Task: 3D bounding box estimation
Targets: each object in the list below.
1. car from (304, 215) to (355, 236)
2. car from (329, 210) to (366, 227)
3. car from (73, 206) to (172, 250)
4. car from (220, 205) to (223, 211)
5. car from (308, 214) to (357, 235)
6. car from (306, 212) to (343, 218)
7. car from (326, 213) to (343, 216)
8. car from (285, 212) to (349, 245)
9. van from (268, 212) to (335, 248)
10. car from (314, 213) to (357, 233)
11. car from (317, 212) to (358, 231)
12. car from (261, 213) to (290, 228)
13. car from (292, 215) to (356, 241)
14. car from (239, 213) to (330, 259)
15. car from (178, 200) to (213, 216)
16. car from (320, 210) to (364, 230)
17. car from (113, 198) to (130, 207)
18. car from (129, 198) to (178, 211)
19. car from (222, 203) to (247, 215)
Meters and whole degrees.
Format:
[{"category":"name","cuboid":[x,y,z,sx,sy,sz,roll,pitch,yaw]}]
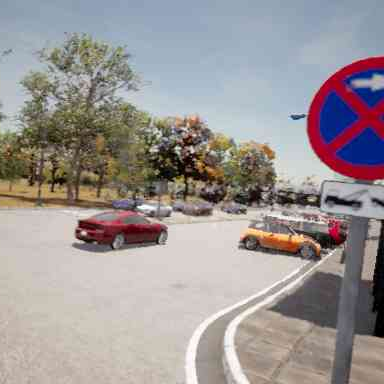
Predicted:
[{"category":"car","cuboid":[15.458,3.775,37.613,4.792,1.488,2.163,8,1,9]},{"category":"car","cuboid":[28.530,4.859,61.187,5.566,2.045,2.435,8,1,9]},{"category":"car","cuboid":[-3.037,1.653,15.369,1.882,1.535,5.008,6,0,31]},{"category":"car","cuboid":[6.417,2.618,55.922,1.895,1.301,4.718,7,1,30]},{"category":"car","cuboid":[16.894,3.888,40.227,4.892,1.521,2.231,8,1,9]},{"category":"car","cuboid":[9.643,2.928,27.127,5.566,2.045,2.435,8,1,9]},{"category":"car","cuboid":[14.036,3.355,34.986,5.566,2.045,2.435,7,1,9]},{"category":"car","cuboid":[8.108,2.777,24.510,5.566,2.045,2.435,8,1,9]},{"category":"van","cuboid":[6.534,2.647,21.914,4.442,1.987,1.878,8,1,10]},{"category":"car","cuboid":[18.391,3.910,42.841,4.553,1.767,2.185,8,1,9]},{"category":"car","cuboid":[19.785,4.048,45.479,4.553,1.767,2.185,8,1,9]},{"category":"car","cuboid":[9.403,3.156,37.168,1.895,1.301,4.718,7,1,29]},{"category":"car","cuboid":[12.698,3.480,32.344,5.366,1.575,1.946,8,1,9]},{"category":"car","cuboid":[5.101,2.611,19.302,4.553,1.767,2.185,8,1,10]},{"category":"car","cuboid":[0.718,1.863,39.561,2.097,1.767,4.553,7,1,29]},{"category":"car","cuboid":[22.771,4.233,50.712,5.566,2.045,2.435,8,0,9]},{"category":"car","cuboid":[-5.986,1.317,33.757,1.812,1.442,4.674,7,1,30]},{"category":"car","cuboid":[-3.624,1.613,31.918,1.812,1.442,4.674,7,1,28]},{"category":"car","cuboid":[6.927,2.626,50.735,1.837,1.490,4.892,7,1,29]}]
